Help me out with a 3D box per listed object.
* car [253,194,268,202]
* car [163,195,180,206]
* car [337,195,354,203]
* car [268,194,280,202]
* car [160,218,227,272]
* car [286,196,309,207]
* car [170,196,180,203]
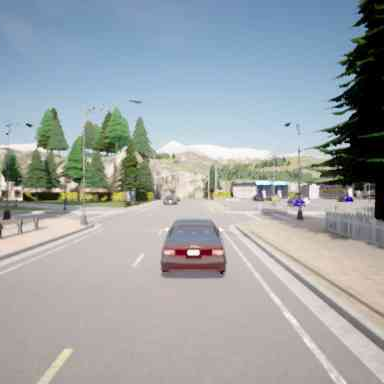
[{"bbox_3d":[14.198,1.252,70.986,2.007,1.523,4.514,0,0,0],"label":"car"},{"bbox_3d":[-3.564,1.284,54.571,2.097,1.767,4.553,0,0,0],"label":"car"},{"bbox_3d":[29.105,1.243,63.218,1.845,1.501,3.633,0,0,0],"label":"car"},{"bbox_3d":[17.335,1.243,71.007,2.152,1.636,5.027,0,0,0],"label":"car"},{"bbox_3d":[0.054,1.534,10.677,2.033,1.411,5.357,0,0,0],"label":"car"},{"bbox_3d":[13.953,1.319,44.953,1.845,1.501,3.633,0,0,0],"label":"car"},{"bbox_3d":[-3.505,1.450,69.337,1.994,1.385,4.181,0,0,0],"label":"car"}]
